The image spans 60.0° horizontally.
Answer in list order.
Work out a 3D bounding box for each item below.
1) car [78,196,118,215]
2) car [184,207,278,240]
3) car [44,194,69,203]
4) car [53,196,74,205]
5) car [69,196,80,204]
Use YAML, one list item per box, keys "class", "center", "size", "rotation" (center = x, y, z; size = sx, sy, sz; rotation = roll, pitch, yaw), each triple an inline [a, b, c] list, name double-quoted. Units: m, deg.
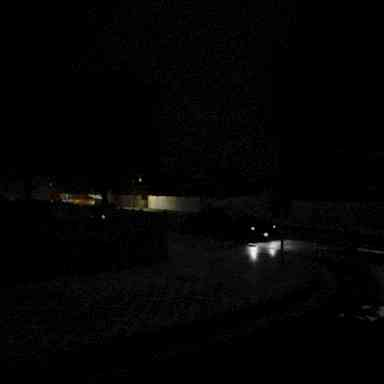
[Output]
- class: "car"
  center: [-8.771, 1.392, 31.597]
  size: [2.033, 1.411, 5.357]
  rotation: [0, 0, -36]
- class: "car"
  center: [1.735, 1.482, 16.916]
  size: [2.033, 1.411, 5.357]
  rotation: [0, 0, -36]
- class: "car"
  center: [-19.287, 1.167, 46.457]
  size: [2.097, 1.767, 4.553]
  rotation: [0, 0, -36]
- class: "car"
  center: [-20.447, 1.336, 52.801]
  size: [1.895, 1.301, 4.718]
  rotation: [0, 0, -36]
- class: "car"
  center: [-14.436, 1.257, 44.490]
  size: [1.882, 1.535, 5.008]
  rotation: [0, 0, -35]
